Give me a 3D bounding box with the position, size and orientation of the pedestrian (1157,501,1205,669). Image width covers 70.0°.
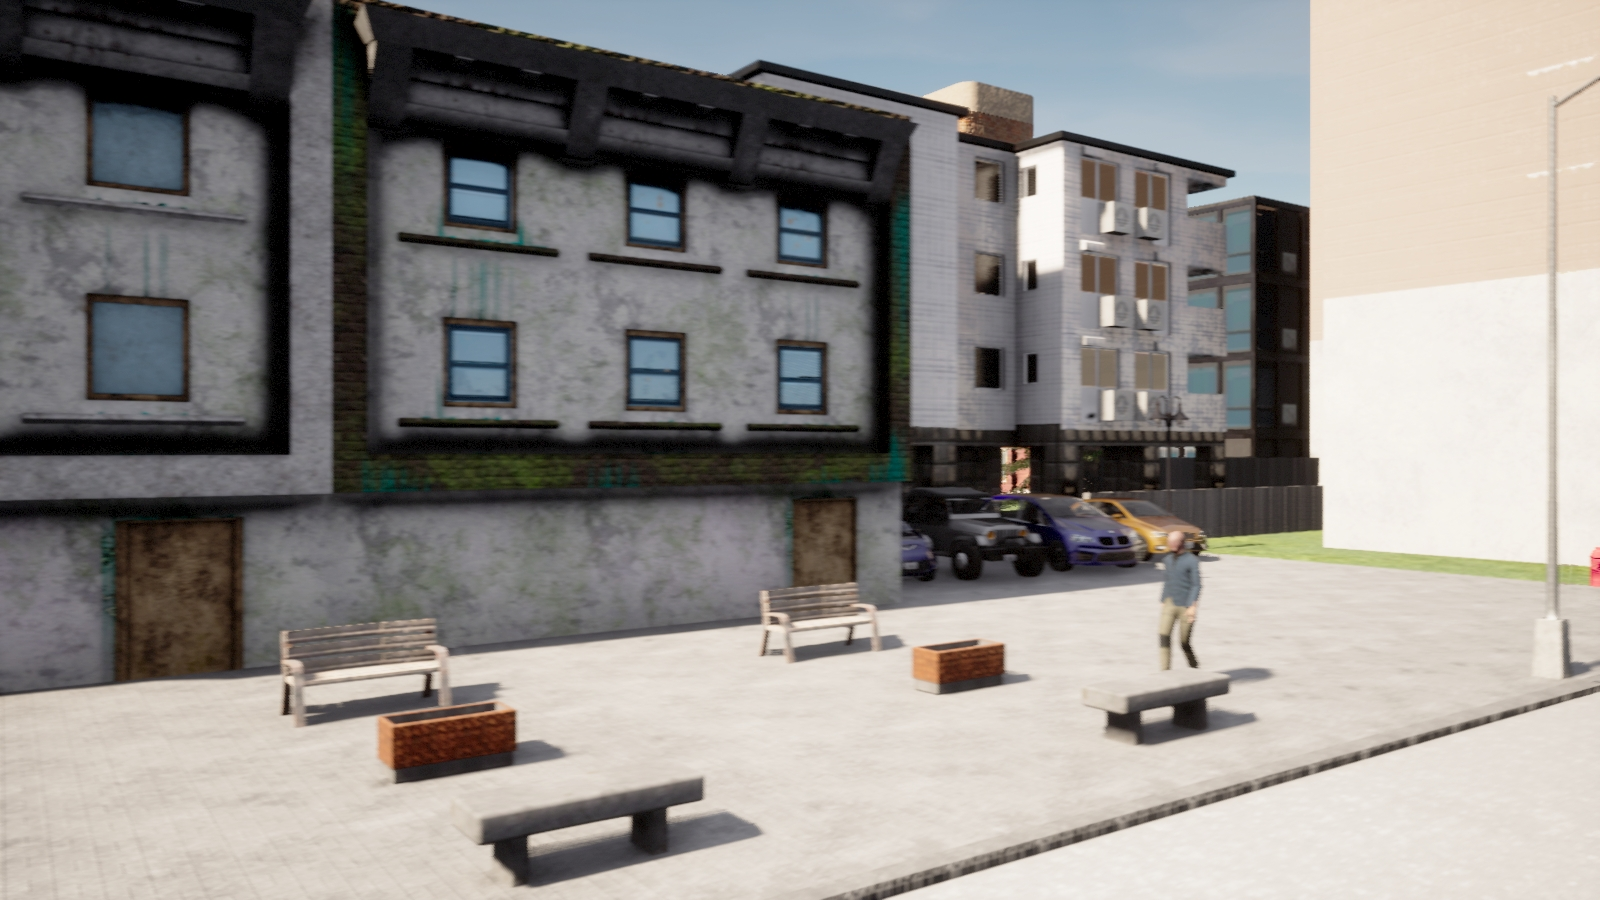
[{"bbox_3d":[4.348,1.525,13.053,0.375,1.860,0.375,0,0,-38],"label":"pedestrian"}]
